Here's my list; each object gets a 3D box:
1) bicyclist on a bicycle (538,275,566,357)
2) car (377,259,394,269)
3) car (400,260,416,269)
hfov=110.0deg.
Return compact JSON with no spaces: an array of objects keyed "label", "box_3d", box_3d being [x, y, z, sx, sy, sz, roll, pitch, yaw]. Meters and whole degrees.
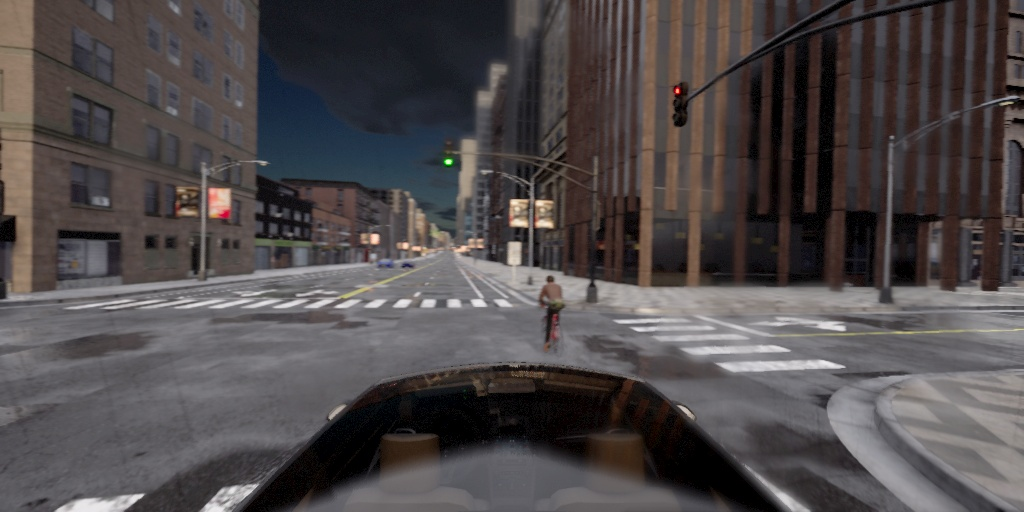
[{"label":"bicyclist on a bicycle","box_3d":[0.861,1.247,7.786,0.582,1.620,1.656,1,0,-10]},{"label":"car","box_3d":[-19.354,1.147,55.206,1.882,1.535,5.008,1,0,-10]},{"label":"car","box_3d":[-16.148,1.338,55.719,1.895,1.301,4.718,1,0,-10]}]
